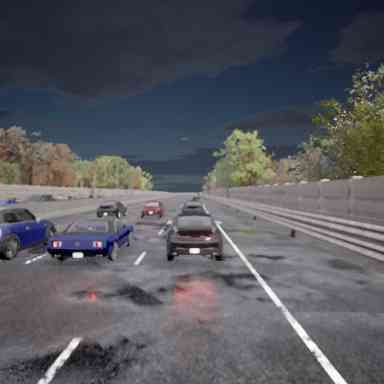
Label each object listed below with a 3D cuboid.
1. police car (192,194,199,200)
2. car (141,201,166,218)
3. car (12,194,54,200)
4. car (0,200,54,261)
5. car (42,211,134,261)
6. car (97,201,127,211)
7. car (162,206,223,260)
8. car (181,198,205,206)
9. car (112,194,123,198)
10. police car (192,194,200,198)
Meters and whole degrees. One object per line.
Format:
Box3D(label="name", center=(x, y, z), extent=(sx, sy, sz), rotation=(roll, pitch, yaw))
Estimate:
Box3D(label="police car", center=(1.053, 1.463, 93.655), extent=(1.930, 1.638, 5.238), rotation=(0, 0, 0))
Box3D(label="car", center=(-3.414, 1.535, 29.891), extent=(1.812, 1.442, 4.674), rotation=(0, 0, 0))
Box3D(label="car", center=(-17.591, 1.233, 37.755), extent=(2.150, 2.045, 5.566), rotation=(0, 0, 0))
Box3D(label="car", center=(-6.910, 1.356, 12.496), extent=(2.097, 1.767, 4.553), rotation=(0, 0, 0))
Box3D(label="car", center=(-3.407, 1.605, 12.192), extent=(1.895, 1.301, 4.718), rotation=(0, 0, 0))
Box3D(label="car", center=(-6.906, 1.514, 29.009), extent=(1.837, 1.490, 4.892), rotation=(0, 0, 0))
Box3D(label="car", center=(0.091, 1.511, 12.502), extent=(1.837, 1.490, 4.892), rotation=(0, 1, 0))
Box3D(label="car", center=(0.095, 1.514, 28.984), extent=(1.837, 1.490, 4.892), rotation=(0, 0, 0))
Box3D(label="car", center=(-17.497, 1.122, 78.233), extent=(1.882, 1.535, 5.008), rotation=(0, 0, 0))
Box3D(label="police car", center=(1.053, 1.457, 83.654), extent=(1.930, 1.638, 5.238), rotation=(0, 0, 0))
